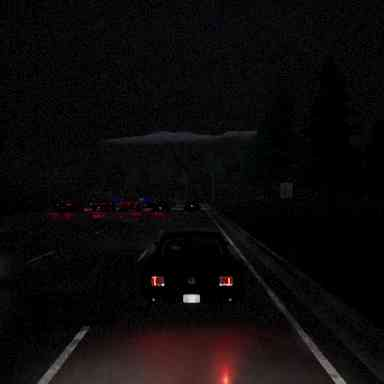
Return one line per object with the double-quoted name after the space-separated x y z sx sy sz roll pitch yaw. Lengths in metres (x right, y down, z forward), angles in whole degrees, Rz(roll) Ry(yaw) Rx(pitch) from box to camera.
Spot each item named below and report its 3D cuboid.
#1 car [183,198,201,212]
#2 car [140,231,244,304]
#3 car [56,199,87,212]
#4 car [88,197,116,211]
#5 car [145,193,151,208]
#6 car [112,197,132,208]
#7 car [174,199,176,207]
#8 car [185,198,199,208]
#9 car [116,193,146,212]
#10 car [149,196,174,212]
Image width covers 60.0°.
0.006 1.564 39.619 1.994 1.385 4.181 0 0 0 "car"
-0.001 1.601 8.112 1.895 1.301 4.718 0 0 0 "car"
-14.004 1.526 38.189 1.812 1.442 4.674 0 0 0 "car"
-10.488 1.505 39.914 1.837 1.490 4.892 0 0 0 "car"
-7.002 1.221 48.789 2.150 2.045 5.566 0 0 0 "car"
-10.495 1.478 49.938 1.882 1.535 5.008 0 0 0 "car"
-3.489 1.564 49.546 1.994 1.385 4.181 0 0 0 "car"
0.006 1.564 49.539 1.994 1.385 4.181 0 0 0 "car"
-6.999 1.352 38.844 2.097 1.767 4.553 0 0 0 "car"
-3.496 1.505 39.158 1.837 1.490 4.892 0 0 0 "car"
